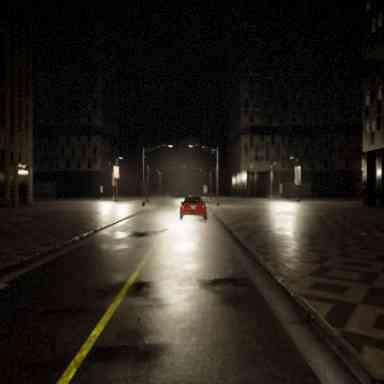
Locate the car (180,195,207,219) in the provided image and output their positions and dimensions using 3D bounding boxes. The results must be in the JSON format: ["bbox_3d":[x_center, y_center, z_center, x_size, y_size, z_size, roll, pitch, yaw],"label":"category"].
[{"bbox_3d":[0.090,1.160,27.108,2.097,1.767,4.553,0,1,0],"label":"car"}]

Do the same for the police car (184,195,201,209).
[{"bbox_3d":[0.074,1.206,42.083,2.038,1.542,4.974,0,0,0],"label":"police car"}]
